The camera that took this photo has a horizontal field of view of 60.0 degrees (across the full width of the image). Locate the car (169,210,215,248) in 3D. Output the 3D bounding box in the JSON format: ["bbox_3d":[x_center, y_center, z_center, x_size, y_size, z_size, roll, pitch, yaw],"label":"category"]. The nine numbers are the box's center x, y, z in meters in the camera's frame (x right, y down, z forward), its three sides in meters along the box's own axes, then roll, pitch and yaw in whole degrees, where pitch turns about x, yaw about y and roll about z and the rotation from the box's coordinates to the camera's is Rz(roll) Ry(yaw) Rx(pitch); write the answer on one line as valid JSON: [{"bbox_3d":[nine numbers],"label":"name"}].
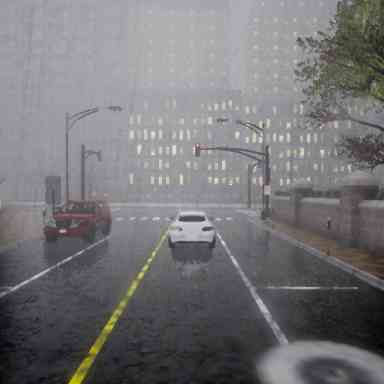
[{"bbox_3d":[0.000,1.530,14.650,1.812,1.442,4.674,0,0,0],"label":"car"}]

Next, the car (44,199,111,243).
[{"bbox_3d":[-5.383,1.310,16.372,2.192,1.841,5.009,0,0,0],"label":"car"}]
